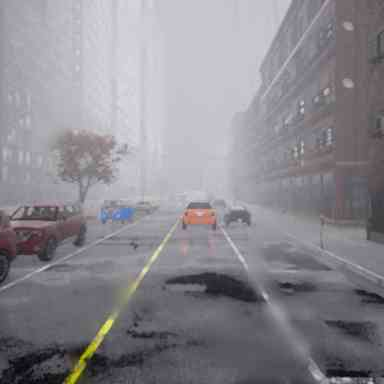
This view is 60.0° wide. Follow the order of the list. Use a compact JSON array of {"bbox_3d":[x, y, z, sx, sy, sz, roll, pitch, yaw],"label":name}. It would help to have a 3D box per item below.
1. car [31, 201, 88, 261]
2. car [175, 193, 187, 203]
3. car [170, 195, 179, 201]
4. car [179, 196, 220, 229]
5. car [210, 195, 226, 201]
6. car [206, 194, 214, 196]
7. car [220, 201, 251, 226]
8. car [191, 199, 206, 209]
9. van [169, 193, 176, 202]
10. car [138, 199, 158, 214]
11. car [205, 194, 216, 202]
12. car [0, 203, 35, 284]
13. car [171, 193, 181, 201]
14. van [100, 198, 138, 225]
[{"bbox_3d":[-5.474,1.302,12.373,2.192,1.841,5.009,1,0,1],"label":"car"},{"bbox_3d":[-1.774,1.382,68.071,2.097,1.767,4.553,0,0,1],"label":"car"},{"bbox_3d":[-4.232,1.518,80.119,1.887,1.381,4.507,1,0,1],"label":"car"},{"bbox_3d":[0.486,1.369,22.046,2.097,1.767,4.553,0,0,1],"label":"car"},{"bbox_3d":[3.865,1.536,48.165,1.837,1.490,4.892,0,0,1],"label":"car"},{"bbox_3d":[3.838,1.462,63.050,1.967,1.590,4.097,1,0,1],"label":"car"},{"bbox_3d":[3.110,1.580,23.529,2.008,1.369,4.403,1,0,1],"label":"car"},{"bbox_3d":[0.916,1.620,45.605,1.895,1.301,4.718,0,0,1],"label":"car"},{"bbox_3d":[-4.333,1.320,74.472,1.690,1.788,3.998,1,0,1],"label":"van"},{"bbox_3d":[-5.062,1.578,34.955,1.802,1.307,4.206,1,0,1],"label":"car"},{"bbox_3d":[4.047,1.329,74.340,2.192,1.841,5.009,1,0,1],"label":"car"},{"bbox_3d":[-5.578,1.297,6.726,2.192,1.841,5.009,1,0,1],"label":"car"},{"bbox_3d":[-4.125,1.282,85.763,2.192,1.841,5.009,1,0,1],"label":"car"},{"bbox_3d":[-5.267,1.335,23.663,1.690,1.788,3.998,1,0,1],"label":"van"}]
